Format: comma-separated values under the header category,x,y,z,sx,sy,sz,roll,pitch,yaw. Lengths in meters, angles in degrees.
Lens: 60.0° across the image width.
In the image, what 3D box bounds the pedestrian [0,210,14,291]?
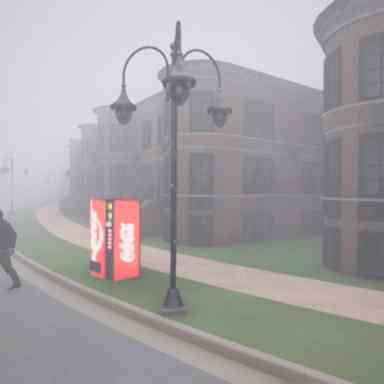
category,x,y,z,sx,sy,sz,roll,pitch,yaw
pedestrian,-4.150,1.230,7.167,0.375,1.860,0.375,0,0,-44

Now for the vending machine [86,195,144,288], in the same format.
category,x,y,z,sx,sy,sz,roll,pitch,yaw
vending machine,-1.918,1.142,8.273,1.100,2.100,0.880,0,0,-44
